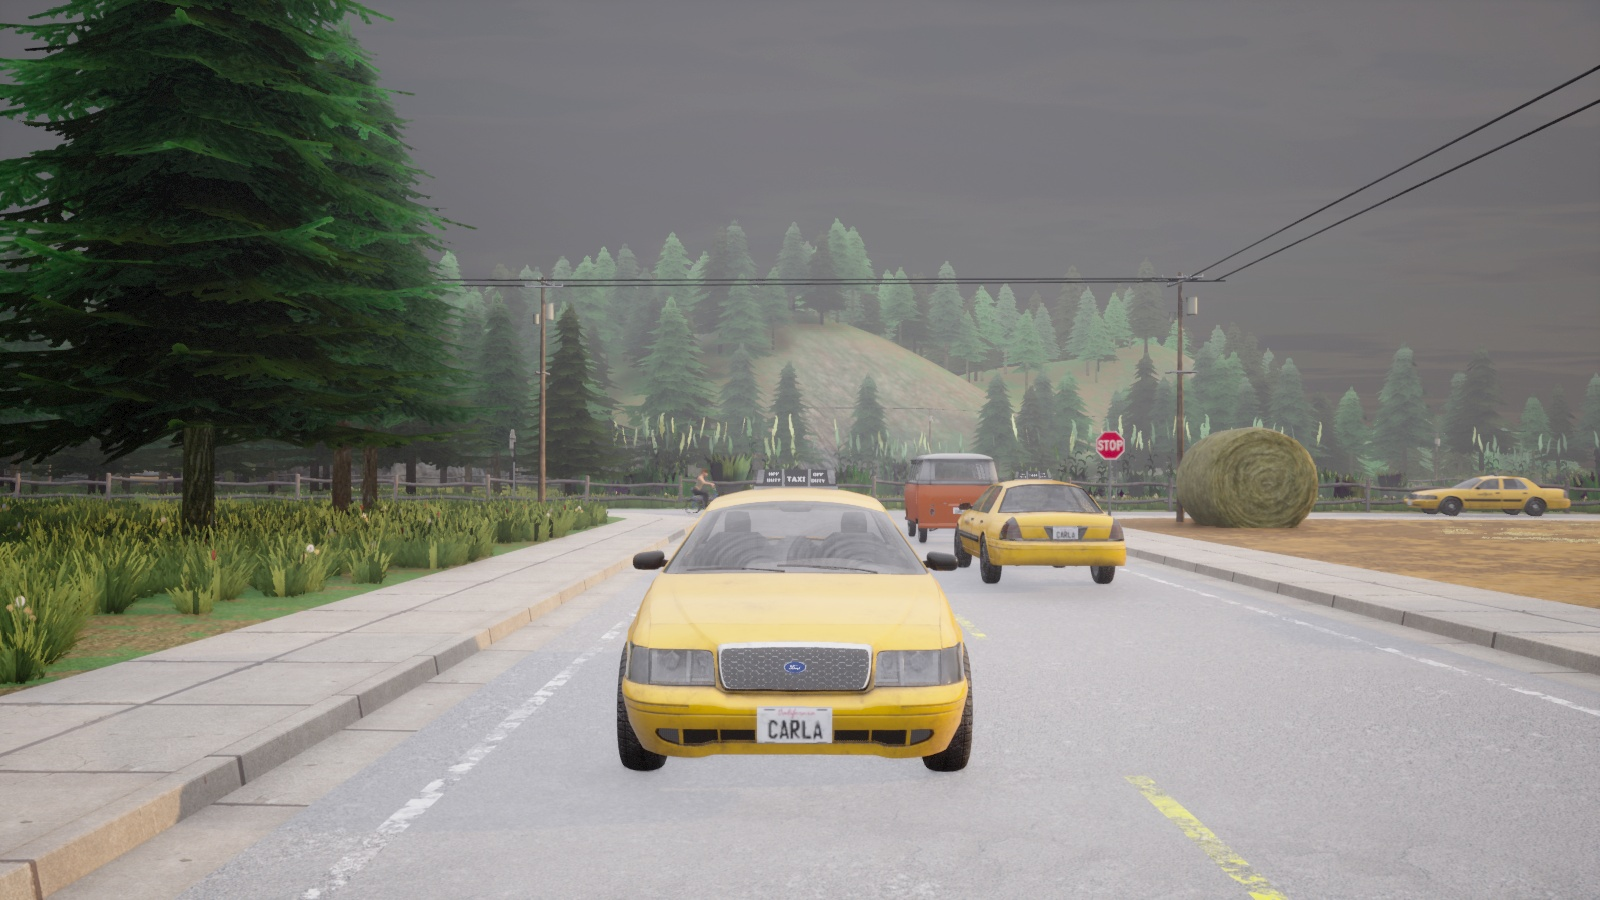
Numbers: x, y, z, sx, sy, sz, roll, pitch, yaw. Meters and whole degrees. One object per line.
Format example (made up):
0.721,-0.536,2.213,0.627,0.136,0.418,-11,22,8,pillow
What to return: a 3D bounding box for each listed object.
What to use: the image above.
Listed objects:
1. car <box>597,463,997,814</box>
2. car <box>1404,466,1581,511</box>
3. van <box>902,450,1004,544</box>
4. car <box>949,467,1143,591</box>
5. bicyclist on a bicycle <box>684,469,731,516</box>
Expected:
-0.022,0.894,8.352,1.801,1.575,5.366,0,-1,0,car
25.005,1.384,45.474,5.366,1.575,1.801,0,-1,3,car
3.424,1.038,28.899,1.775,1.987,4.442,0,-1,0,van
3.451,1.053,18.681,1.801,1.575,5.366,0,-1,0,car
-3.168,1.460,43.263,1.509,1.612,0.866,0,-1,3,bicyclist on a bicycle
